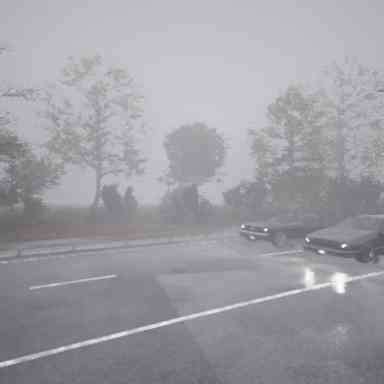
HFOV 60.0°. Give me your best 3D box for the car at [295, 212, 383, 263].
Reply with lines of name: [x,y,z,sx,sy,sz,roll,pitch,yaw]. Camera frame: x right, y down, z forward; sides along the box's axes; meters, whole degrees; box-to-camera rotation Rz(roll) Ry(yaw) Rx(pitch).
car: [6.469,1.526,11.936,5.357,1.411,2.033,0,0,-29]

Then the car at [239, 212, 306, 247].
car: [4.423,1.566,14.768,4.718,1.301,1.895,0,0,-29]
